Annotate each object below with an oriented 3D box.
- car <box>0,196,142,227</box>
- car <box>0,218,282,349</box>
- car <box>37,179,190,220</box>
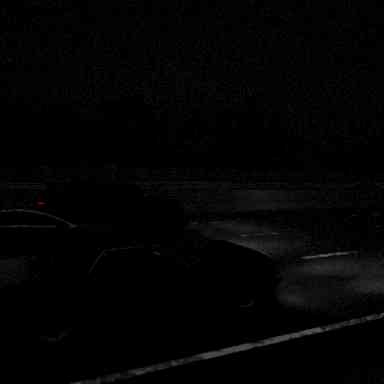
[{"bbox_3d":[-3.948,1.035,8.027,4.902,1.511,2.128,0,3,-24],"label":"car"},{"bbox_3d":[-0.870,1.317,5.575,4.718,1.301,1.895,0,3,-24],"label":"car"},{"bbox_3d":[-2.857,0.563,12.317,5.566,2.045,2.150,0,3,-24],"label":"car"}]
